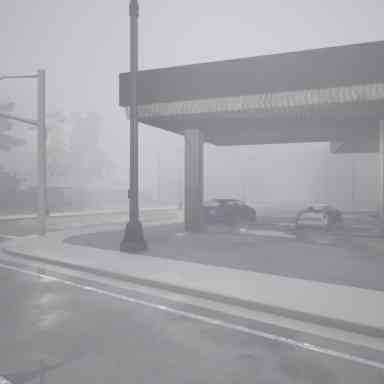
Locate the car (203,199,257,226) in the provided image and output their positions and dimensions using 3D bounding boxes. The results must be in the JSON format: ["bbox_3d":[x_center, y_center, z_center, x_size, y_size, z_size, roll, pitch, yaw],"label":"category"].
[{"bbox_3d":[2.590,1.295,22.629,2.242,1.667,4.611,0,0,37],"label":"car"}]

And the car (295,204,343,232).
[{"bbox_3d":[7.664,1.456,19.829,1.970,1.475,3.806,0,0,37],"label":"car"}]
